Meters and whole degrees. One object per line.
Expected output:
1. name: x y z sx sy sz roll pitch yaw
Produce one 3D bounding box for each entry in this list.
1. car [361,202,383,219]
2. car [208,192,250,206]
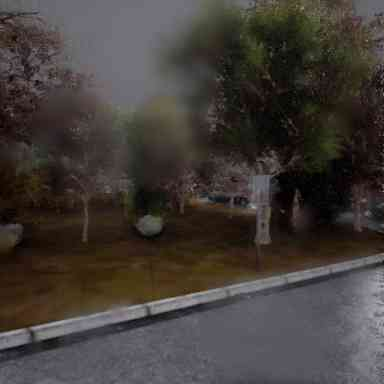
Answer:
1. car: 14.809 1.410 24.293 1.837 1.490 4.892 2 2 -23
2. car: 3.862 0.725 34.883 1.895 1.301 4.718 2 1 -35
